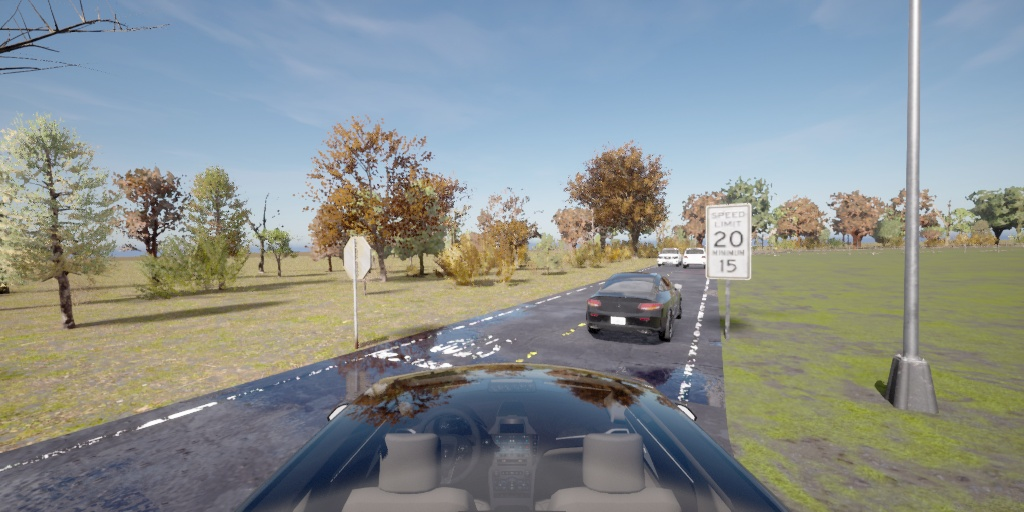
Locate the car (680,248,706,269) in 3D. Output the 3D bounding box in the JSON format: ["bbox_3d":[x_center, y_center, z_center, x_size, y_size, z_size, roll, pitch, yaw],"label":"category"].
[{"bbox_3d":[18.951,0.209,36.926,2.150,2.045,5.566,0,1,30],"label":"car"}]

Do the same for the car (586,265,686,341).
[{"bbox_3d":[3.337,1.136,9.449,1.812,1.442,4.674,0,1,30],"label":"car"}]

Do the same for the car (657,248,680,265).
[{"bbox_3d":[18.262,0.132,41.401,2.150,2.045,5.566,0,1,30],"label":"car"}]
